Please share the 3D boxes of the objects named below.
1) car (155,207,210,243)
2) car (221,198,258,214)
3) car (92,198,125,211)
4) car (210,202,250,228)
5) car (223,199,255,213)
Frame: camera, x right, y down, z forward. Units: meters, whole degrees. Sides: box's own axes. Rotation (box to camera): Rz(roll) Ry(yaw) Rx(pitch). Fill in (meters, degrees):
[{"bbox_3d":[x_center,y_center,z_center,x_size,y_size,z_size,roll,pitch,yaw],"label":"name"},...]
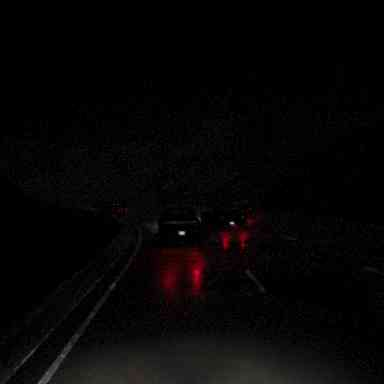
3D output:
[{"bbox_3d":[-0.734,1.487,16.130,2.128,1.511,4.902,0,0,-8],"label":"car"},{"bbox_3d":[4.939,1.448,35.279,1.812,1.442,4.674,0,0,-23],"label":"car"},{"bbox_3d":[-11.153,1.633,43.088,2.033,1.411,5.357,0,0,-38],"label":"car"},{"bbox_3d":[1.893,1.565,21.959,1.895,1.301,4.718,-1,0,-13],"label":"car"},{"bbox_3d":[3.372,1.468,29.523,1.812,1.442,4.674,0,0,-19],"label":"car"}]
